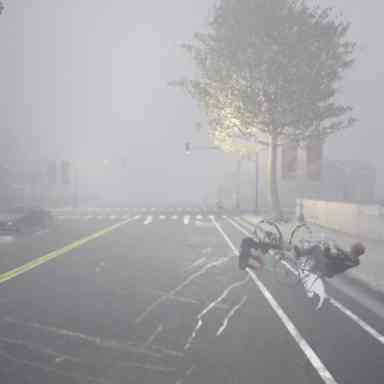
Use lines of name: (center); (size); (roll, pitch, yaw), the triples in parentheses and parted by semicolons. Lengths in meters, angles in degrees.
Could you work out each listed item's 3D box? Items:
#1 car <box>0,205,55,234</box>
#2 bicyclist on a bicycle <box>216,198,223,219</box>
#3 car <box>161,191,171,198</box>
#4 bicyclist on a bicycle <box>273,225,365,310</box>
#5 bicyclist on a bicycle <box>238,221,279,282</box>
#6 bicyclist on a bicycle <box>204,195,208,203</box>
car: (-9.796, 1.474, 19.151); (2.033, 1.411, 5.357); (0, 0, 1)
bicyclist on a bicycle: (2.263, 1.347, 26.949); (0.582, 1.620, 1.656); (0, 0, 0)
car: (-6.462, 0.586, 82.390); (2.097, 1.767, 4.553); (0, 0, 0)
bicyclist on a bicycle: (2.534, 1.222, 6.439); (0.659, 1.843, 1.776); (19, -39, -19)
bicyclist on a bicycle: (1.656, 1.529, 7.903); (0.582, 1.656, 1.620); (-28, 3, -43)
bicyclist on a bicycle: (2.295, 1.200, 54.442); (0.866, 1.612, 1.509); (0, 0, 0)
